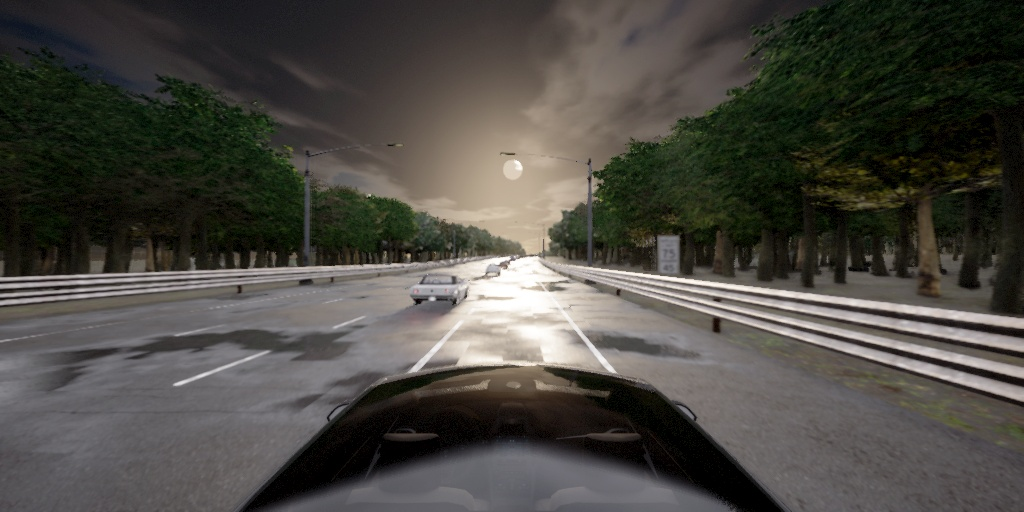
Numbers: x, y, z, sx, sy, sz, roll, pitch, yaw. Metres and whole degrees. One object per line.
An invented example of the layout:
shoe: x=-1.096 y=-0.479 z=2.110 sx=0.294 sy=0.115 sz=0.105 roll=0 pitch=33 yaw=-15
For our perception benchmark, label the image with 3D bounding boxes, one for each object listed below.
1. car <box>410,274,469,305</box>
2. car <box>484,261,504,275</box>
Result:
car: x=-3.217 y=1.500 z=16.952 sx=1.895 sy=1.301 sz=4.718 roll=0 pitch=-1 yaw=2
car: x=-2.422 y=1.719 z=46.869 sx=1.812 sy=1.442 sz=4.674 roll=0 pitch=0 yaw=2
